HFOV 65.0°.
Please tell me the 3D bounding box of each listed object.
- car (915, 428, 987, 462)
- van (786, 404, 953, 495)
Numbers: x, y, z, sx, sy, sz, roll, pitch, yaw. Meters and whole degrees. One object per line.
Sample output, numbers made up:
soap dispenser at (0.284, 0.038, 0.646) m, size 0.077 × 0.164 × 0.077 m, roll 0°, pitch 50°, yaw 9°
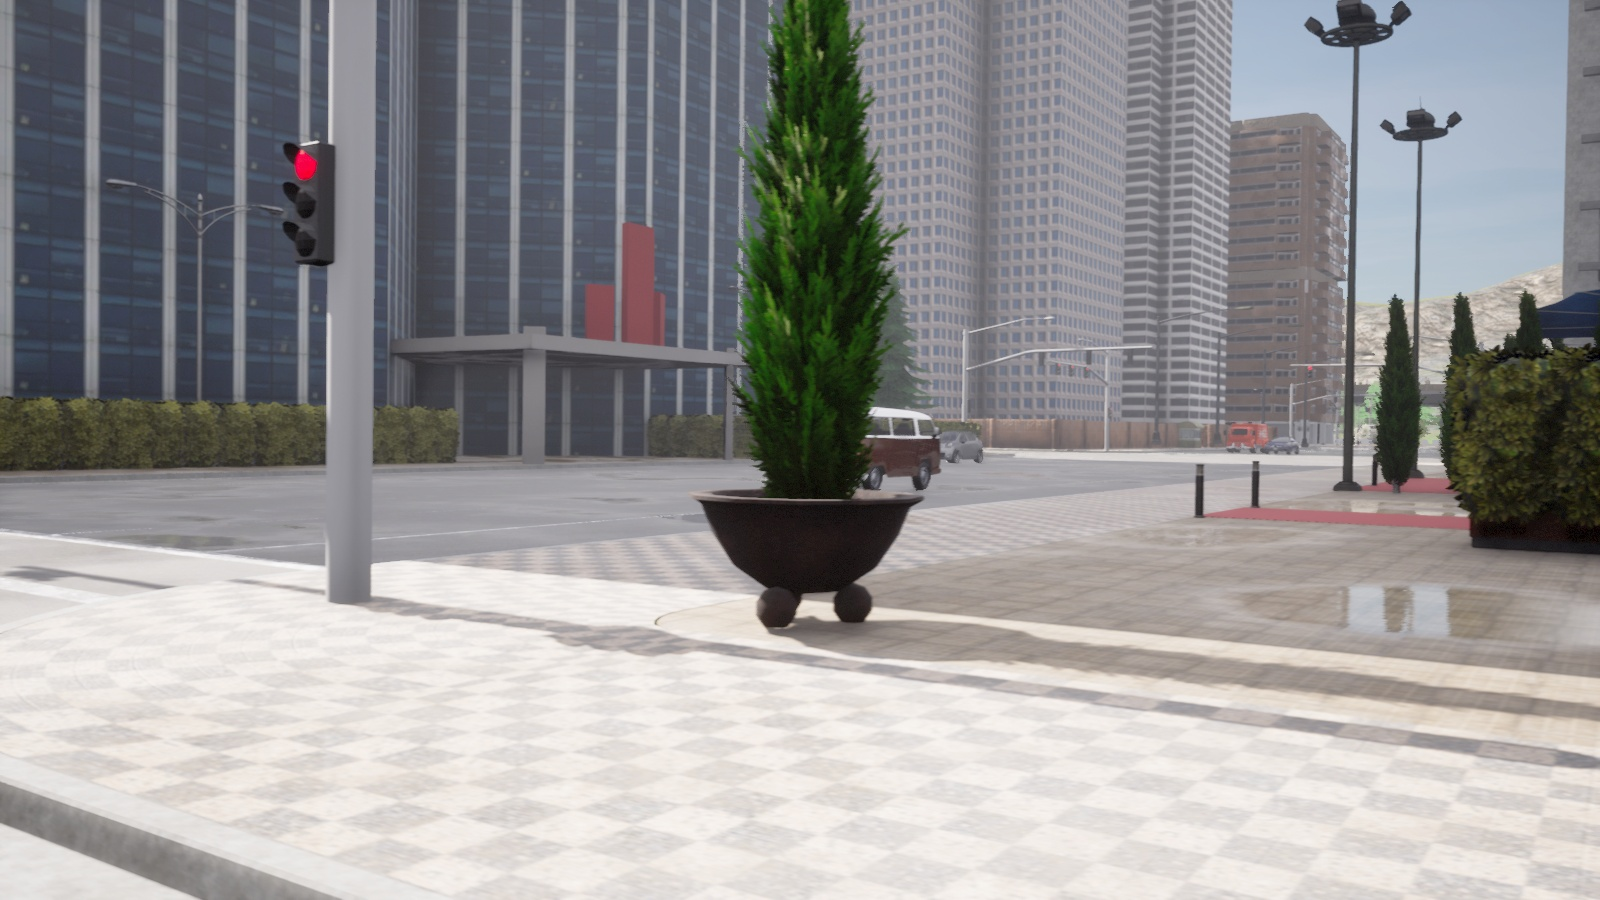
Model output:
car at (6.962, -0.238, 57.574) m, size 1.845 × 1.501 × 3.633 m, roll 0°, pitch 1°, yaw 33°
van at (1.772, -0.053, 30.317) m, size 2.069 × 2.038 × 4.480 m, roll 0°, pitch 1°, yaw 33°
